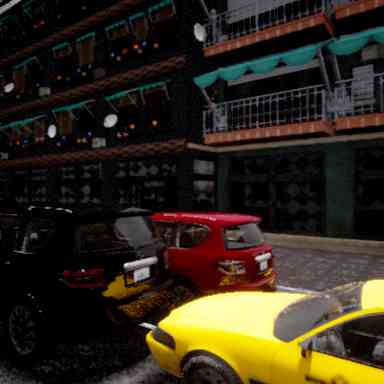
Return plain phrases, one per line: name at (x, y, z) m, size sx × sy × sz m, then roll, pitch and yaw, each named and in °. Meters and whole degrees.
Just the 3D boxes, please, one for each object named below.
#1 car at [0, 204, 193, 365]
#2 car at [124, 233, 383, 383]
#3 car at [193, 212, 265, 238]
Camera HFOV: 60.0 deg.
car at (-2.939, 1.235, 6.075) m, size 5.566 × 2.045 × 2.150 m, roll 0°, pitch 0°, yaw 33°
car at (1.956, 1.471, 2.953) m, size 5.366 × 1.575 × 1.801 m, roll 0°, pitch 0°, yaw 36°
car at (-0.720, 1.339, 7.086) m, size 5.009 × 1.841 × 2.192 m, roll 0°, pitch 0°, yaw 36°
